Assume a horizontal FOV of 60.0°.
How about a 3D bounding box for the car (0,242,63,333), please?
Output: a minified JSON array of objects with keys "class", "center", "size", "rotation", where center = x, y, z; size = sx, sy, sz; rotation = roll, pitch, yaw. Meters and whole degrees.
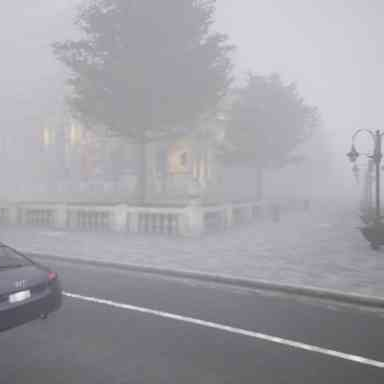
[{"class":"car","center":[-4.355,1.549,6.009],"size":[4.181,1.385,1.994],"rotation":[0,0,29]}]
